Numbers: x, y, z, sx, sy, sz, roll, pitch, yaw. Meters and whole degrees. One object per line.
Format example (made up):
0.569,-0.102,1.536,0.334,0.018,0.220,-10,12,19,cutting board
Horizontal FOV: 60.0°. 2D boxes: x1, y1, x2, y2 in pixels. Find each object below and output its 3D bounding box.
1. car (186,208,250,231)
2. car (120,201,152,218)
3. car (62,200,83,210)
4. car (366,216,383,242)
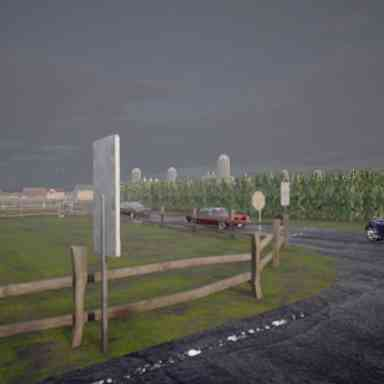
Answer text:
1.645,1.717,22.009,1.895,1.301,4.718,-1,0,-35,car
-5.620,1.697,32.220,1.882,1.535,5.008,-1,1,-35,car
-18.063,1.953,49.865,2.033,1.411,5.357,-1,0,-35,car
9.190,1.366,13.674,2.097,1.767,4.553,-1,0,-2,car
